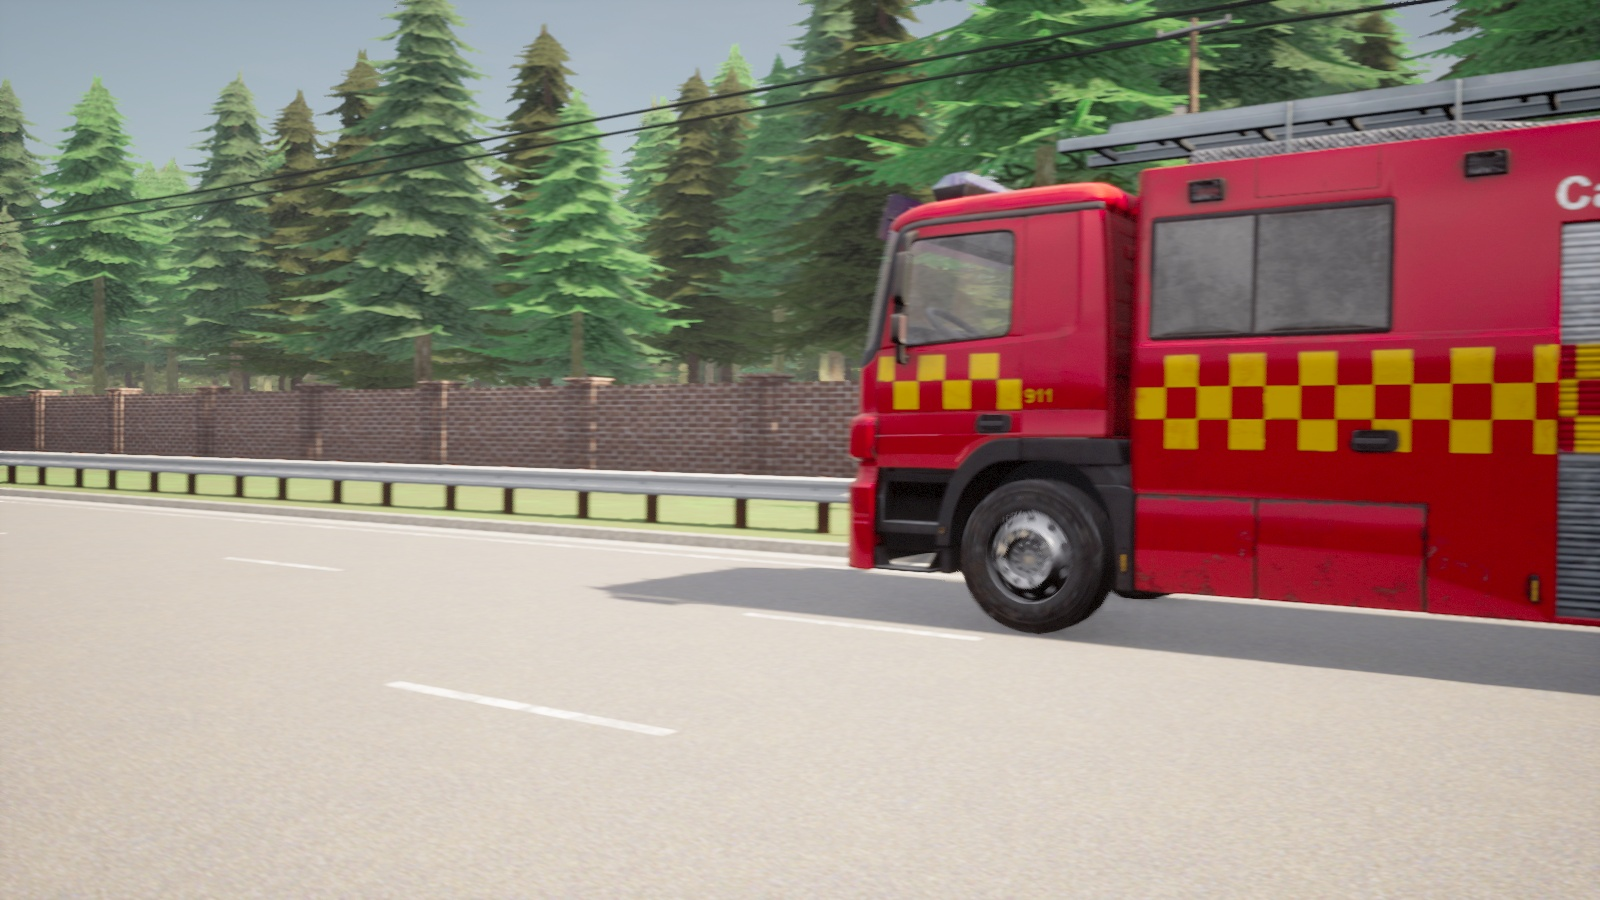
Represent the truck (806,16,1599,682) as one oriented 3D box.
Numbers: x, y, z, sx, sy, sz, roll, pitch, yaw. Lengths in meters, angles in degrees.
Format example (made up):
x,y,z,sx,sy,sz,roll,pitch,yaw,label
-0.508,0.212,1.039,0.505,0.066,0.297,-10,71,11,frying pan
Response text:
x,y,z,sx,sy,sz,roll,pitch,yaw,label
4.394,-0.597,9.084,8.468,3.827,2.891,0,1,34,truck
